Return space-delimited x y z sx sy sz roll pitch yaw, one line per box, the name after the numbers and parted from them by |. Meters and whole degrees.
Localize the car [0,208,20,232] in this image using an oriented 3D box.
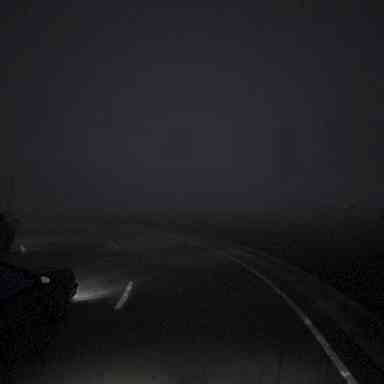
-7.241 1.264 10.041 2.150 2.045 5.566 1 0 -12 | car

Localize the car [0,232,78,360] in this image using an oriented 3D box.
-3.234 1.565 4.155 2.033 1.411 5.357 0 0 2 | car

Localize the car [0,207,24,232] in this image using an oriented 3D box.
-12.828 1.655 20.767 4.181 1.385 1.994 0 -1 25 | car
